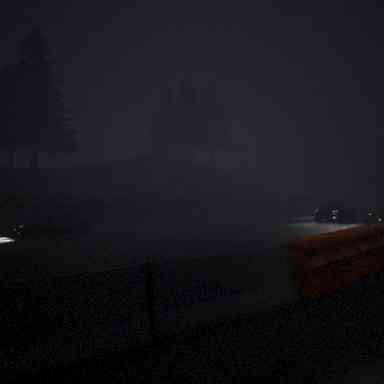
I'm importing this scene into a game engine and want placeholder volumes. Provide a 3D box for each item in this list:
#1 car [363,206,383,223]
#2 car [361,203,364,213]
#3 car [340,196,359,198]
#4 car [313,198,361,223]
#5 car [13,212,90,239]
[{"bbox_3d":[16.033,1.811,27.124,4.718,1.301,1.895,0,-1,-44],"label":"car"},{"bbox_3d":[18.951,1.840,39.671,4.902,1.511,2.128,0,-1,-44],"label":"car"},{"bbox_3d":[22.267,1.642,47.671,5.566,2.045,2.150,0,-1,-43],"label":"car"},{"bbox_3d":[12.160,1.618,28.273,4.553,1.767,2.097,1,-1,-44],"label":"car"},{"bbox_3d":[-8.243,1.916,19.734,4.181,1.385,1.994,0,-1,-37],"label":"car"}]
